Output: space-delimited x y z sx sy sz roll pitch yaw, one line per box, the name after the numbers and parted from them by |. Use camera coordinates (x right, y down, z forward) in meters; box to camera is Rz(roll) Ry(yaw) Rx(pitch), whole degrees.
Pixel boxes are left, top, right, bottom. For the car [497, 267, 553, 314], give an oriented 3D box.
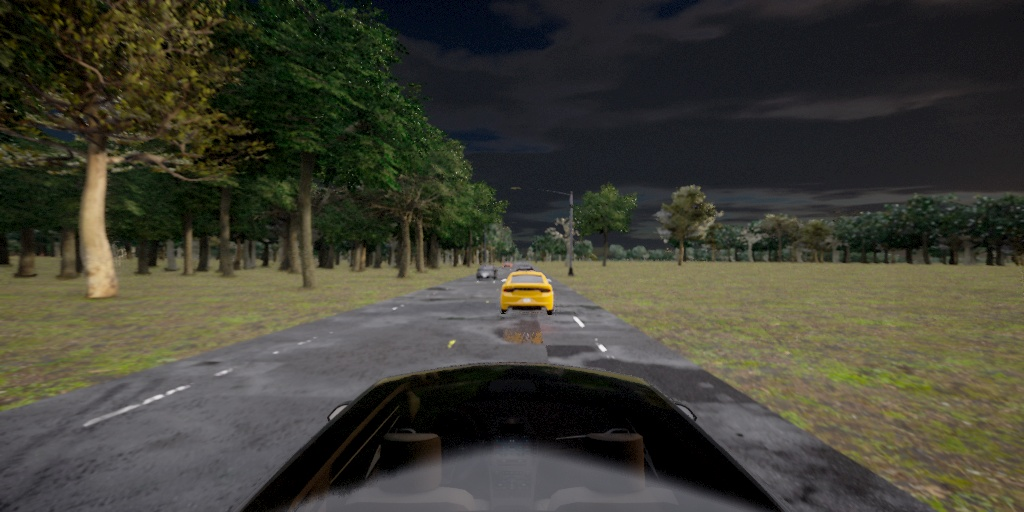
0.596 1.382 14.659 1.882 1.535 5.008 0 -1 2 | car

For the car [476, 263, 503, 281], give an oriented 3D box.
-2.411 1.617 35.516 2.128 1.511 4.902 0 -1 2 | car

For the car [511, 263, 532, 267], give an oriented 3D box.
1.275 1.627 35.283 2.128 1.511 4.902 0 -1 2 | car
